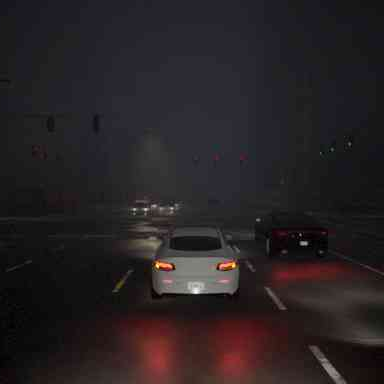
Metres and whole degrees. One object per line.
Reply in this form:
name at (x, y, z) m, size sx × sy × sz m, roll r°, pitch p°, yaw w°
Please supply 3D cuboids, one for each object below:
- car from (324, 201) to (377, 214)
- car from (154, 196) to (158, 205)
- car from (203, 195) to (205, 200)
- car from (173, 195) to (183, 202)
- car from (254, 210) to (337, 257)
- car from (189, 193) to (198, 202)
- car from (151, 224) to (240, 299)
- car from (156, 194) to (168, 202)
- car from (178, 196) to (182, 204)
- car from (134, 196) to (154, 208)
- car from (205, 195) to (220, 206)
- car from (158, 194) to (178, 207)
car at (16.410, 1.600, 34.676) m, size 4.718 × 1.301 × 1.895 m, roll 0°, pitch 0°, yaw 0°
car at (-7.058, 1.489, 59.900) m, size 2.128 × 1.511 × 4.902 m, roll 0°, pitch 0°, yaw 1°
car at (3.990, 1.477, 89.260) m, size 1.882 × 1.535 × 5.008 m, roll 0°, pitch 0°, yaw 1°
car at (-3.203, 1.535, 77.288) m, size 2.033 × 1.411 × 5.357 m, roll 0°, pitch 0°, yaw 1°
car at (3.647, 1.478, 13.005) m, size 1.882 × 1.535 × 5.008 m, roll 0°, pitch 0°, yaw 2°
car at (0.329, 1.591, 79.257) m, size 1.895 × 1.301 × 4.718 m, roll 0°, pitch 0°, yaw 1°
car at (0.062, 1.526, 8.295) m, size 1.812 × 1.442 × 4.674 m, roll 0°, pitch 0°, yaw 0°
car at (-6.744, 1.351, 74.798) m, size 2.097 × 1.767 × 4.553 m, roll 0°, pitch 0°, yaw 1°
car at (-3.485, 1.501, 63.204) m, size 1.837 × 1.490 × 4.892 m, roll 0°, pitch 1°, yaw 1°
car at (-7.240, 1.477, 48.823) m, size 1.882 × 1.535 × 5.008 m, roll 0°, pitch 0°, yaw 1°
car at (3.538, 1.477, 54.667) m, size 1.882 × 1.535 × 5.008 m, roll 0°, pitch 0°, yaw 1°
car at (-3.704, 1.477, 51.217) m, size 1.882 × 1.535 × 5.008 m, roll 0°, pitch 0°, yaw 1°
